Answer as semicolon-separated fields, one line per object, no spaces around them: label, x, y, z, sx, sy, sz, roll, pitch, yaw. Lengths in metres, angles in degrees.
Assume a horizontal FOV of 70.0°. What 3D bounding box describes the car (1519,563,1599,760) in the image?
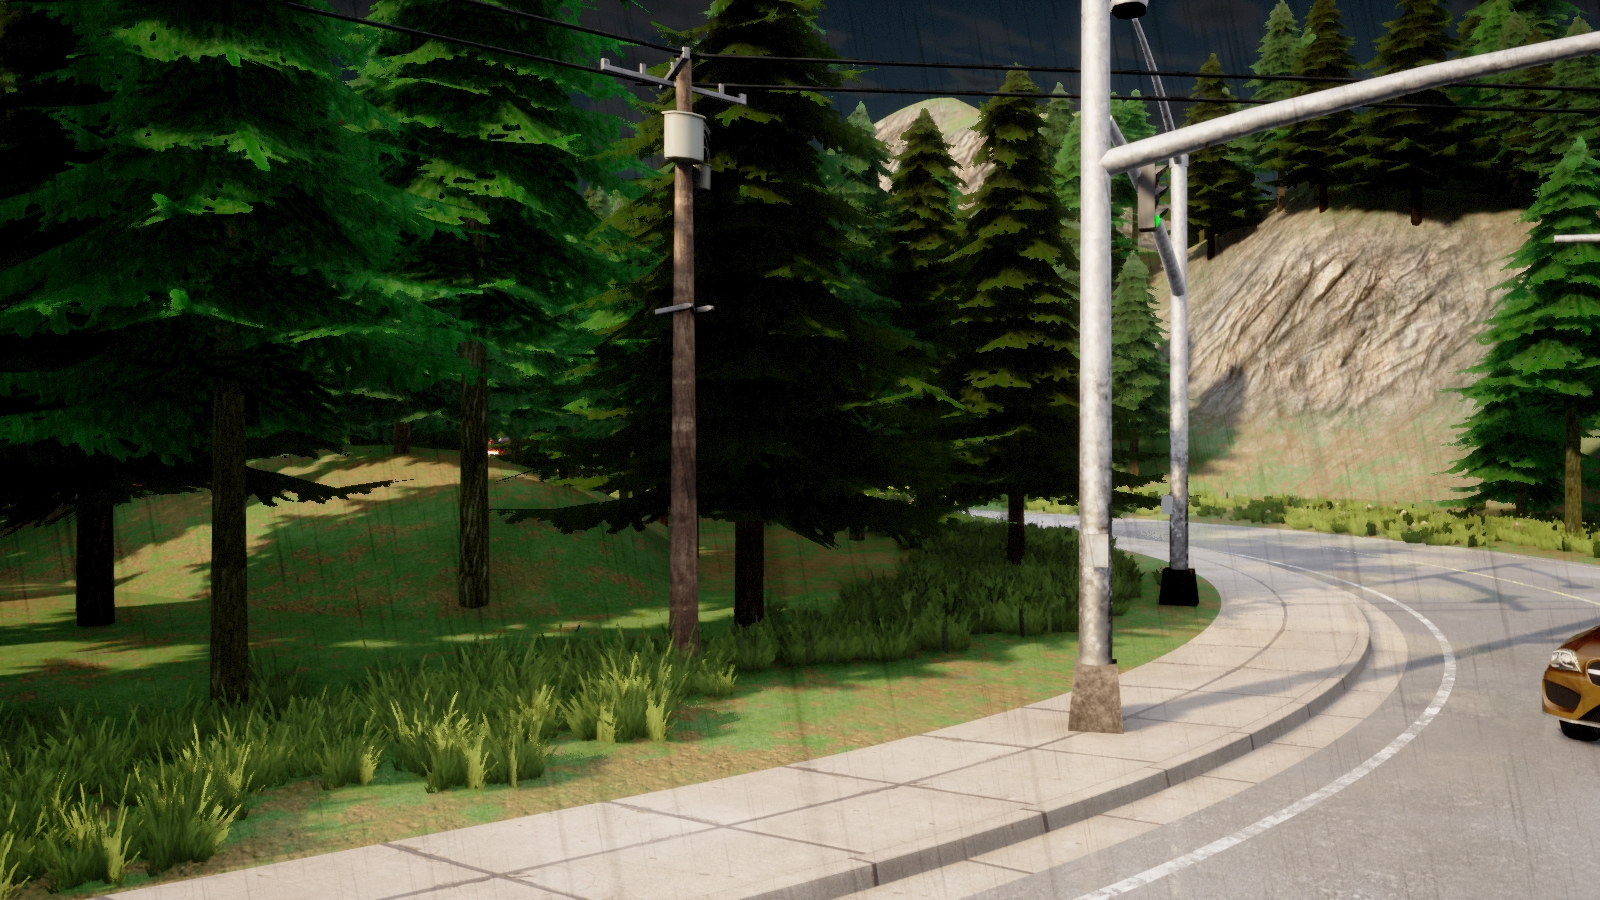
car;9.577;1.970;11.147;5.027;1.651;2.152;0;0;-29
